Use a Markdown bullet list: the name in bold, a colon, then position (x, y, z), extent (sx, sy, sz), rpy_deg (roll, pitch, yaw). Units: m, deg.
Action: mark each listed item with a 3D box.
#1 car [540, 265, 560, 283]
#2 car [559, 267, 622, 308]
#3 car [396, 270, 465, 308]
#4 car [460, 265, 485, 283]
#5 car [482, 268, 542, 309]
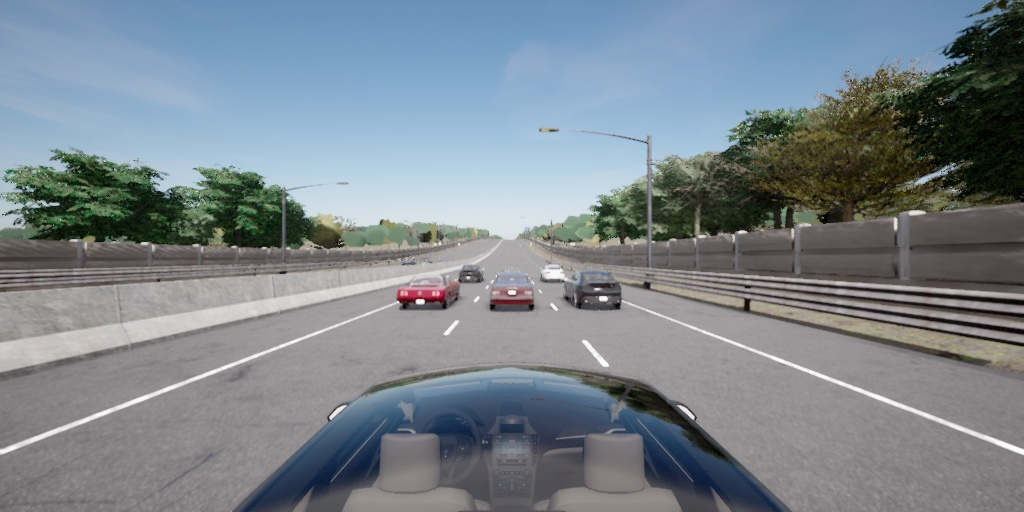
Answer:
- **car**: position (3.507, 1.511, 31.241), extent (1.812, 1.442, 4.674), rpy_deg (0, 0, 0)
- **car**: position (3.505, 1.393, 16.143), extent (1.837, 1.490, 4.892), rpy_deg (0, 0, 0)
- **car**: position (-3.497, 1.484, 15.933), extent (1.895, 1.301, 4.718), rpy_deg (0, 0, 0)
- **car**: position (-3.494, 1.492, 31.160), extent (1.837, 1.490, 4.892), rpy_deg (0, 0, 0)
- **car**: position (0.002, 1.430, 15.817), extent (2.033, 1.411, 5.357), rpy_deg (0, 0, 0)
